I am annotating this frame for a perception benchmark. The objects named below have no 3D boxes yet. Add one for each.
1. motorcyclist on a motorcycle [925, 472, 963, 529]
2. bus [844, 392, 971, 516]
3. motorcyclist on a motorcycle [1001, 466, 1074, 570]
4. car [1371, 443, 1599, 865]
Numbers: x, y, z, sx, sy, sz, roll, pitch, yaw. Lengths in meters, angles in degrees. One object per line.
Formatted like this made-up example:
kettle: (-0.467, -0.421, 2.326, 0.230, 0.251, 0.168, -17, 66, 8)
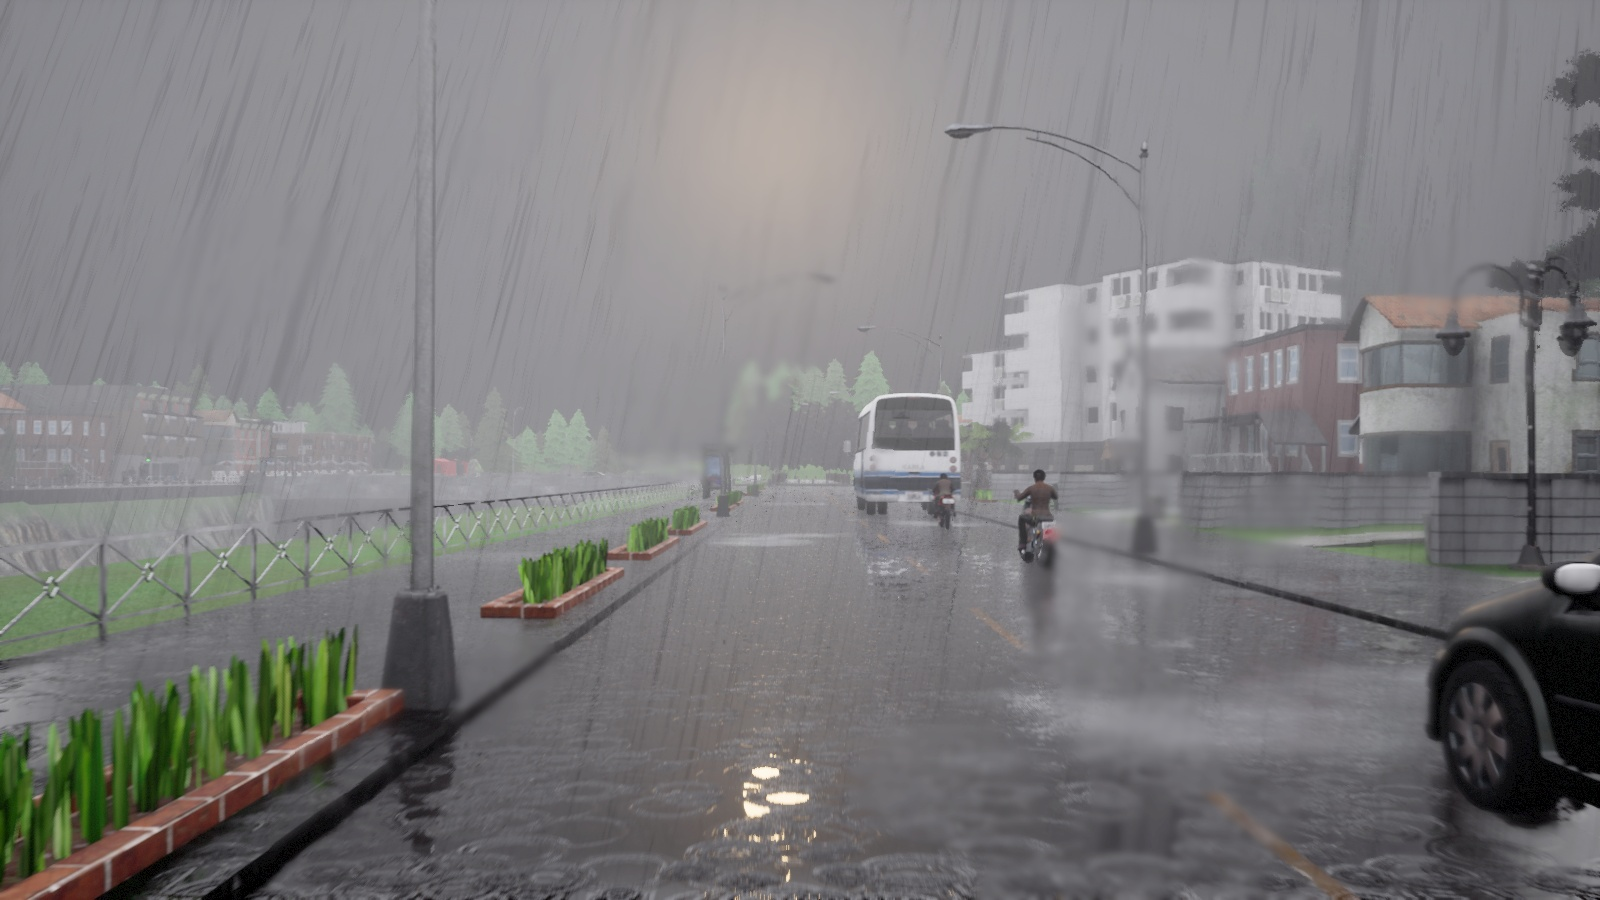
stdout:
motorcyclist on a motorcycle: (3.920, 1.355, 34.271, 0.797, 1.523, 2.044, 0, -1, 0)
bus: (3.881, 0.233, 48.423, 3.944, 4.253, 10.273, 0, -1, 0)
motorcyclist on a motorcycle: (3.951, 1.102, 21.055, 0.766, 1.649, 2.350, 0, -1, 0)
car: (3.989, 0.776, 4.712, 1.851, 1.617, 3.988, 0, -1, 0)
